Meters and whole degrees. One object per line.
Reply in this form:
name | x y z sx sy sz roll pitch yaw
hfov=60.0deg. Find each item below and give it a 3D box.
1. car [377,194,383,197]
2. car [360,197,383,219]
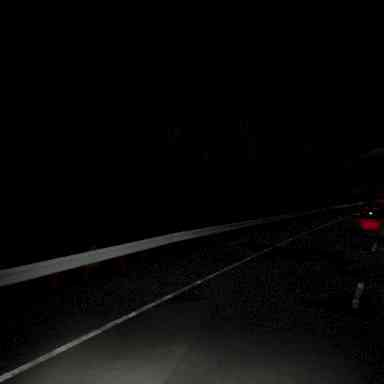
car | 22.296 1.221 38.001 2.150 2.045 5.566 0 0 36
car | 16.200 1.505 29.493 1.837 1.490 4.892 0 0 35
